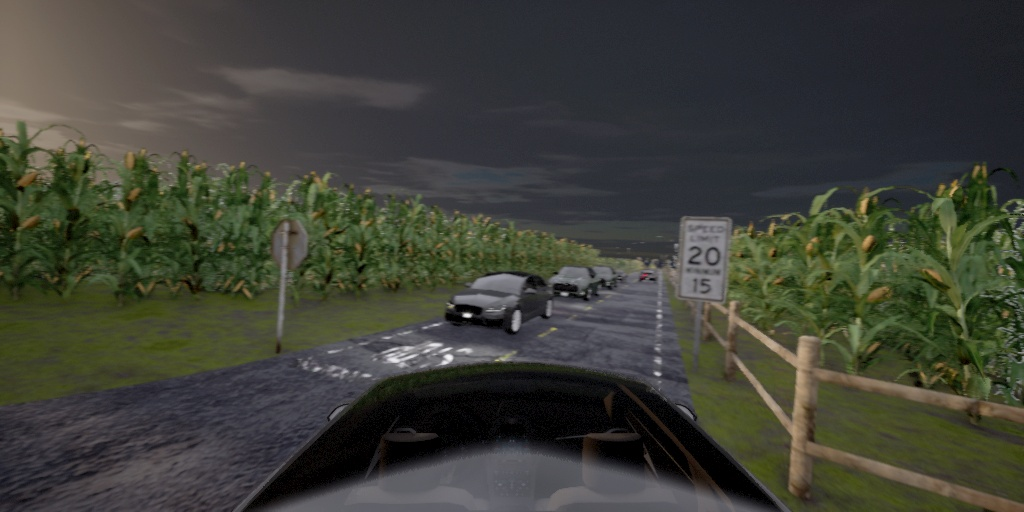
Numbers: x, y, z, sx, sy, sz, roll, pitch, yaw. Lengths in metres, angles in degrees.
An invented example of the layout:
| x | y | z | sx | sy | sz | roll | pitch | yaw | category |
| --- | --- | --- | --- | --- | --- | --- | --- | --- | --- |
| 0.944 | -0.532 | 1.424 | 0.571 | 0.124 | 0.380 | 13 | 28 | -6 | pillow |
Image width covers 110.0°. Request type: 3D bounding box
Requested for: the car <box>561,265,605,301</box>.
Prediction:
| x | y | z | sx | sy | sz | roll | pitch | yaw | category |
| --- | --- | --- | --- | --- | --- | --- | --- | --- | --- |
| 3.413 | 1.302 | 19.256 | 2.097 | 1.767 | 4.553 | 4 | 0 | 23 | car |

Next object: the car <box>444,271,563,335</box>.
| x | y | z | sx | sy | sz | roll | pitch | yaw | category |
| --- | --- | --- | --- | --- | --- | --- | --- | --- | --- |
| -0.126 | 1.225 | 10.758 | 1.837 | 1.490 | 4.892 | 4 | 0 | 23 | car |

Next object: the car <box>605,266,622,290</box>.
| x | y | z | sx | sy | sz | roll | pitch | yaw | category |
| --- | --- | --- | --- | --- | --- | --- | --- | --- | --- |
| 6.886 | 1.532 | 27.614 | 2.097 | 1.767 | 4.553 | 4 | 0 | 23 | car |

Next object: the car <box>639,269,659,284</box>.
| x | y | z | sx | sy | sz | roll | pitch | yaw | category |
| --- | --- | --- | --- | --- | --- | --- | --- | --- | --- |
| 15.601 | 2.283 | 41.018 | 1.837 | 1.490 | 4.892 | 4 | 0 | 23 | car |

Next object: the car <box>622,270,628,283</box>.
| x | y | z | sx | sy | sz | roll | pitch | yaw | category |
| --- | --- | --- | --- | --- | --- | --- | --- | --- | --- |
| 10.661 | 2.034 | 36.695 | 1.895 | 1.301 | 4.718 | 4 | 0 | 23 | car |
